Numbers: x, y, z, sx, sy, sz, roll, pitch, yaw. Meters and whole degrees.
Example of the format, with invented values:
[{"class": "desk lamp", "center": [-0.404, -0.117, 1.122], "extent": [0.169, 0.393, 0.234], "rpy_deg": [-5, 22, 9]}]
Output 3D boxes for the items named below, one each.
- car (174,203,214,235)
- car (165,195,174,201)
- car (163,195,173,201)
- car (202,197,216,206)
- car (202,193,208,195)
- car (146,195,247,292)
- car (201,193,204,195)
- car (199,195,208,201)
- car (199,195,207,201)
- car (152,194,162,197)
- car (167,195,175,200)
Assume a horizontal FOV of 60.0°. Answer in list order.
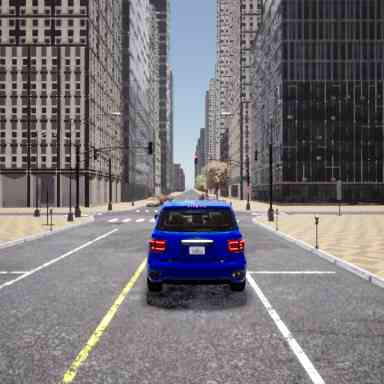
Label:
[{"class": "car", "center": [0.096, 1.485, 19.822], "extent": [2.128, 1.511, 4.902], "rpy_deg": [0, 0, 0]}, {"class": "car", "center": [-5.683, 1.424, 84.319], "extent": [2.008, 1.369, 4.403], "rpy_deg": [0, 0, 0]}, {"class": "car", "center": [-5.684, 1.435, 78.644], "extent": [1.887, 1.381, 4.507], "rpy_deg": [0, 0, 0]}, {"class": "car", "center": [2.795, 1.497, 55.941], "extent": [2.008, 1.369, 4.403], "rpy_deg": [0, 0, 0]}, {"class": "car", "center": [2.826, 1.398, 50.263], "extent": [1.967, 1.590, 4.097], "rpy_deg": [0, 0, 0]}, {"class": "car", "center": [0.099, 1.220, 9.093], "extent": [2.150, 2.045, 5.566], "rpy_deg": [0, 0, 0]}, {"class": "car", "center": [2.698, 1.220, 72.964], "extent": [2.192, 1.841, 5.009], "rpy_deg": [0, 0, 0]}, {"class": "car", "center": [2.697, 1.415, 78.809], "extent": [1.752, 1.417, 4.829], "rpy_deg": [0, 0, 0]}, {"class": "car", "center": [2.697, 1.418, 84.313], "extent": [1.887, 1.381, 4.507], "rpy_deg": [0, 0, 0]}, {"class": "car", "center": [-5.814, 1.483, 50.094], "extent": [1.752, 1.417, 4.829], "rpy_deg": [0, 0, 0]}, {"class": "car", "center": [-5.683, 1.407, 89.995], "extent": [2.008, 1.369, 4.403], "rpy_deg": [0, 0, 0]}]
